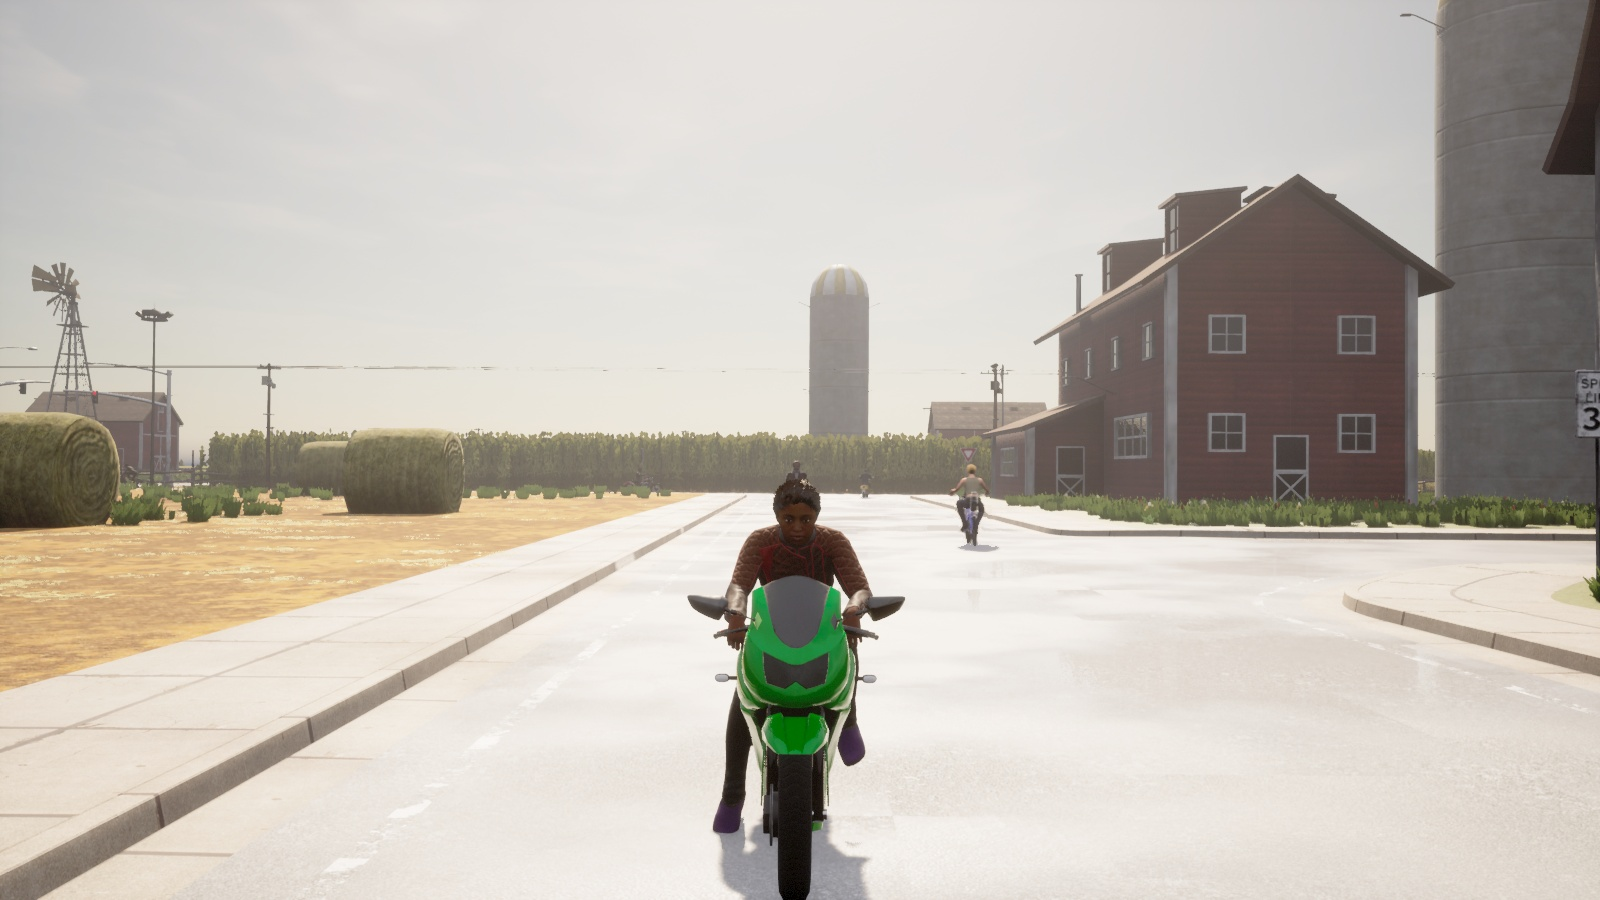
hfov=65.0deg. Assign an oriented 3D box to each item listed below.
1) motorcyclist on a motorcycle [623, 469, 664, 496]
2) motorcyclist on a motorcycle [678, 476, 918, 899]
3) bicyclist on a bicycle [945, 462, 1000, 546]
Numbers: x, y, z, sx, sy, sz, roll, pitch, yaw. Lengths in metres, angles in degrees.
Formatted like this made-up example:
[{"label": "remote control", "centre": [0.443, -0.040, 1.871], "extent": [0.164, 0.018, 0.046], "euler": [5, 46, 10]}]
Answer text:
[{"label": "motorcyclist on a motorcycle", "centre": [-9.469, 1.947, 75.880], "extent": [2.350, 1.649, 0.766], "euler": [0, -1, 1]}, {"label": "motorcyclist on a motorcycle", "centre": [-0.010, 0.878, 5.209], "extent": [0.797, 1.523, 2.044], "euler": [0, -1, 0]}, {"label": "bicyclist on a bicycle", "centre": [3.427, 1.063, 25.103], "extent": [0.866, 1.612, 1.509], "euler": [-1, -1, 0]}]
